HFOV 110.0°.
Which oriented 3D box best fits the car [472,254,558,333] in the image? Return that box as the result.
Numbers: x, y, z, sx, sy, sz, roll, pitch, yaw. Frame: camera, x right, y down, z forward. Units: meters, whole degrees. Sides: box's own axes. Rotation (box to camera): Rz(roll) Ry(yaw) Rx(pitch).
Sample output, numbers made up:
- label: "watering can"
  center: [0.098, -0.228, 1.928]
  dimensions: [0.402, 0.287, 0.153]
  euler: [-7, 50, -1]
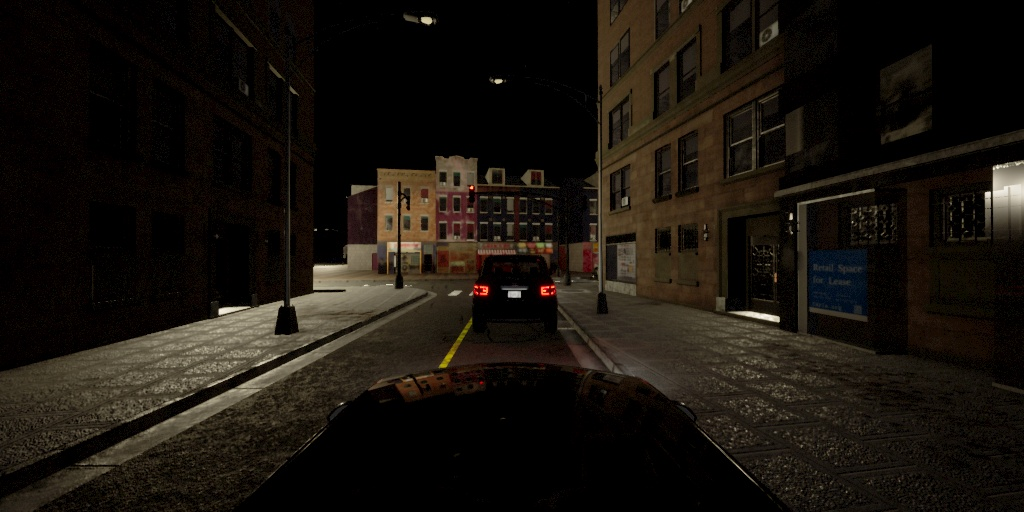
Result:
- label: "car"
  center: [0.098, 0.972, 10.899]
  dimensions: [2.150, 2.045, 5.566]
  euler: [0, 0, 1]

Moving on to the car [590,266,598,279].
- label: "car"
  center: [8.890, 1.090, 29.904]
  dimensions: [4.553, 1.767, 2.097]
  euler: [0, 0, -10]
